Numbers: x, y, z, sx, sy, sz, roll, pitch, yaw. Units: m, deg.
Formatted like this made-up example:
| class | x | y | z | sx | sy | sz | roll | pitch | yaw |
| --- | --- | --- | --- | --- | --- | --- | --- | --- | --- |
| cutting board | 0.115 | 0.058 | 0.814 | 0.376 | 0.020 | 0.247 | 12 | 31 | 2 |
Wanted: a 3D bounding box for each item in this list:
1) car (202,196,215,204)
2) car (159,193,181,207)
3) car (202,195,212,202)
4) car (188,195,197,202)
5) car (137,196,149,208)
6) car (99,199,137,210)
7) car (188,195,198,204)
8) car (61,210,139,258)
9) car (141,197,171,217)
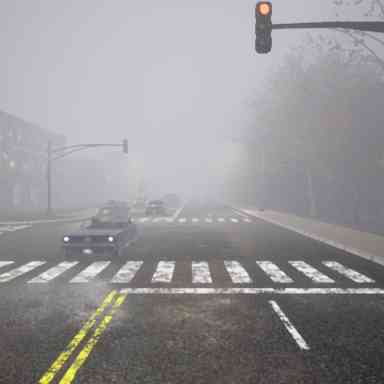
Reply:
| class | x | y | z | sx | sy | sz | roll | pitch | yaw |
| --- | --- | --- | --- | --- | --- | --- | --- | --- | --- |
| car | 3.429 | 1.574 | 64.693 | 1.895 | 1.301 | 4.718 | 0 | 0 | 0 |
| car | -3.286 | 1.197 | 50.424 | 2.150 | 2.045 | 5.566 | 0 | 1 | 0 |
| car | 3.341 | 1.507 | 74.711 | 2.033 | 1.411 | 5.357 | 0 | 0 | 0 |
| car | 0.094 | 1.491 | 74.636 | 2.128 | 1.511 | 4.902 | 0 | 0 | 0 |
| car | -6.543 | 1.336 | 44.503 | 2.097 | 1.767 | 4.553 | 0 | 0 | 0 |
| car | -6.787 | 1.482 | 29.607 | 2.128 | 1.511 | 4.902 | 0 | 0 | 4 |
| car | 0.175 | 1.574 | 64.870 | 1.895 | 1.301 | 4.718 | 0 | 0 | 0 |
| car | -3.336 | 1.597 | 12.876 | 1.895 | 1.301 | 4.718 | 0 | 0 | 0 |
| car | -3.313 | 1.494 | 31.444 | 1.837 | 1.490 | 4.892 | 0 | 0 | 0 |
